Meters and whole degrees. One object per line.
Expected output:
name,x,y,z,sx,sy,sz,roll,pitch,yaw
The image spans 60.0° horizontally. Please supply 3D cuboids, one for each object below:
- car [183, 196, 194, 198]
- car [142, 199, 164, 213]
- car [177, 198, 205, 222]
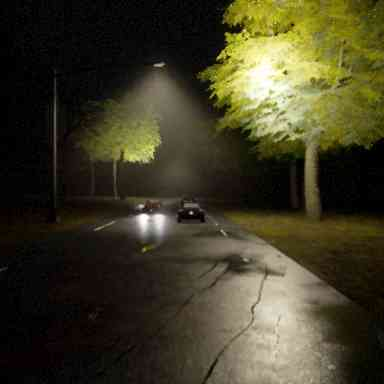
car,-0.447,1.255,41.684,1.837,1.490,4.892,0,1,-1
car,-3.834,1.389,33.144,1.895,1.301,4.718,0,0,-1
car,-0.083,1.402,25.008,1.994,1.385,4.181,1,1,-1
